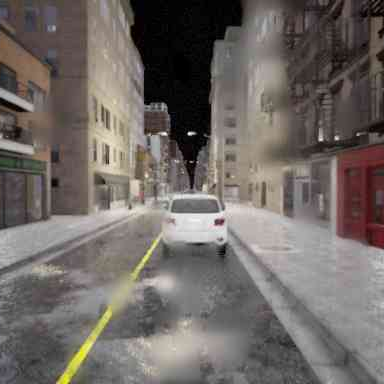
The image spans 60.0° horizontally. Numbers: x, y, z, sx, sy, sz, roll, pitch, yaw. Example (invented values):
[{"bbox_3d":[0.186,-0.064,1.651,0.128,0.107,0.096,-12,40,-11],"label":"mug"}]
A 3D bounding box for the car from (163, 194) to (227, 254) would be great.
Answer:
[{"bbox_3d":[0.101,1.099,13.048,2.150,2.045,5.566,0,0,0],"label":"car"}]

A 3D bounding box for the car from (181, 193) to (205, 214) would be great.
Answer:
[{"bbox_3d":[0.104,1.057,31.600,2.097,1.767,4.553,0,1,0],"label":"car"}]
